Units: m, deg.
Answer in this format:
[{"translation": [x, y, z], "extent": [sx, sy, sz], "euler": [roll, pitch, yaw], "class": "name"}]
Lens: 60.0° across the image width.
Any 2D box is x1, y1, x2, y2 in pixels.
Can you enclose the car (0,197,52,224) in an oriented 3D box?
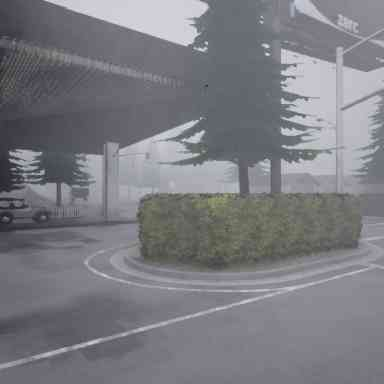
[{"translation": [-12.063, 1.313, 23.421], "extent": [3.866, 1.878, 1.905], "euler": [0, 0, -36], "class": "car"}]
